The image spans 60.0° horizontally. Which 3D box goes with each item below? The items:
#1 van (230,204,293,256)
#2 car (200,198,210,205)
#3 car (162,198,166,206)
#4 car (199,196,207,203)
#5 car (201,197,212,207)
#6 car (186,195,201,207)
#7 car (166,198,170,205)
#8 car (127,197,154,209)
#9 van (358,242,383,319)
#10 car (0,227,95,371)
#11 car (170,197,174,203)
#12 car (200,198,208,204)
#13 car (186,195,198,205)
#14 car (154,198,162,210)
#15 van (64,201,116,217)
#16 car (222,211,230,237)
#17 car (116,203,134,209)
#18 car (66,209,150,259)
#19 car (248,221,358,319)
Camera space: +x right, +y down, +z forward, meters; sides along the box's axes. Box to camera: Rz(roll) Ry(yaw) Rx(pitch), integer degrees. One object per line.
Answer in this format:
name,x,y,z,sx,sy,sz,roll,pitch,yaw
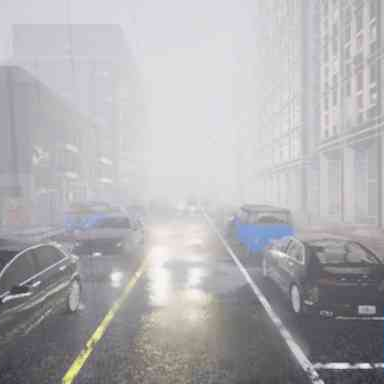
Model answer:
van,2.686,1.401,12.946,1.690,1.788,3.998,0,0,0
car,2.667,1.911,69.430,1.947,1.339,4.313,0,0,0
car,-5.708,1.805,52.482,2.008,1.369,4.403,0,0,0
car,2.662,1.849,80.728,1.967,1.590,4.097,0,0,0
car,2.670,1.866,58.133,1.802,1.307,4.206,0,0,0
car,-0.019,1.763,55.838,2.128,1.511,4.902,0,0,0
car,-5.712,1.839,63.609,1.752,1.417,4.829,0,0,0
car,-5.702,1.484,35.538,2.192,1.841,5.009,0,0,0
van,2.690,1.349,1.649,1.690,1.788,3.998,0,0,0
car,-3.093,1.529,4.823,1.837,1.490,4.892,0,-1,0
car,-5.716,1.922,75.077,1.887,1.381,4.507,0,0,0
car,2.664,1.959,75.079,1.802,1.307,4.206,0,0,0
car,-0.022,1.560,66.289,2.150,2.045,5.566,0,0,0
car,-5.706,1.791,46.834,1.947,1.339,4.313,0,0,0
van,-5.696,1.427,18.592,1.690,1.788,3.998,0,0,0
car,2.684,1.652,18.594,1.947,1.339,4.313,0,0,0
car,-5.698,1.695,24.239,1.802,1.307,4.206,0,0,0
car,-3.005,1.608,13.223,2.033,1.411,5.357,0,0,0
car,2.688,1.584,7.297,2.008,1.369,4.403,0,0,0
